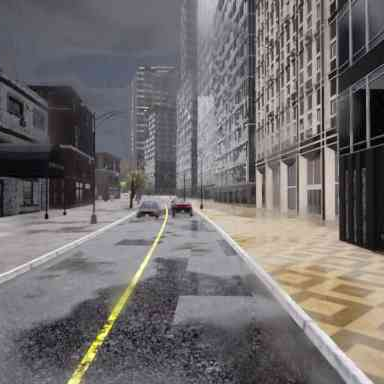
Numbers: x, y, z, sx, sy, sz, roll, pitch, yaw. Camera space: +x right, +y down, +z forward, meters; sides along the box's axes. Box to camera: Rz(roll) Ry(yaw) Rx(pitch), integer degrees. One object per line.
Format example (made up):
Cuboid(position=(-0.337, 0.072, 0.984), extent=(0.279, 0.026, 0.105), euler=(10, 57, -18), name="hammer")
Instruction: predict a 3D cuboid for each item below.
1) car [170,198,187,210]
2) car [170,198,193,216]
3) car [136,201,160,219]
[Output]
Cuboid(position=(-1.831, 1.532, 43.081), extent=(2.033, 1.411, 5.357), euler=(0, 0, -5), name="car")
Cuboid(position=(-0.984, 1.485, 31.902), extent=(2.128, 1.511, 4.902), euler=(0, 0, -4), name="car")
Cuboid(position=(-3.751, 1.539, 29.219), extent=(2.033, 1.411, 5.357), euler=(0, 0, -3), name="car")
